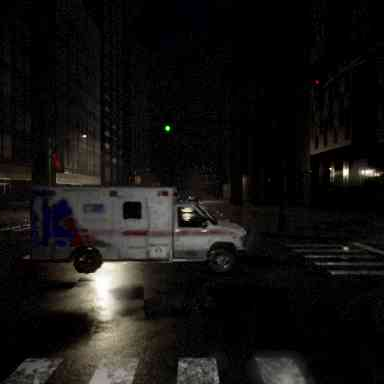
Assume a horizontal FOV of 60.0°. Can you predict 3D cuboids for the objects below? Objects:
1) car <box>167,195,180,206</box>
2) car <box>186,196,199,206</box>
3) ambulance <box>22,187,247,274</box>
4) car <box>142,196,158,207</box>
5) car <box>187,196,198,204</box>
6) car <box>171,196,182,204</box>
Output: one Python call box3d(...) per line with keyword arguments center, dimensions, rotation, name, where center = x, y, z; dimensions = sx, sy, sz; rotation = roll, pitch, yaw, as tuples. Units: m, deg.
box3d(center=(-3.175, 1.359, 57.421), dimensions=(2.097, 1.767, 4.553), rotation=(0, 0, 0), name="car")
box3d(center=(0.074, 1.499, 57.064), dimensions=(2.128, 1.511, 4.902), rotation=(0, 0, 0), name="car")
box3d(center=(-1.554, 1.063, 10.260), dimensions=(6.366, 2.431, 2.351), rotation=(0, 1, 0), name="ambulance")
box3d(center=(-6.514, 1.484, 51.733), dimensions=(1.882, 1.535, 5.008), rotation=(0, 0, 0), name="car")
box3d(center=(0.089, 1.573, 67.485), dimensions=(1.994, 1.385, 4.181), rotation=(0, 0, 0), name="car")
box3d(center=(-3.162, 1.573, 67.489), dimensions=(1.994, 1.385, 4.181), rotation=(0, 0, 0), name="car")
